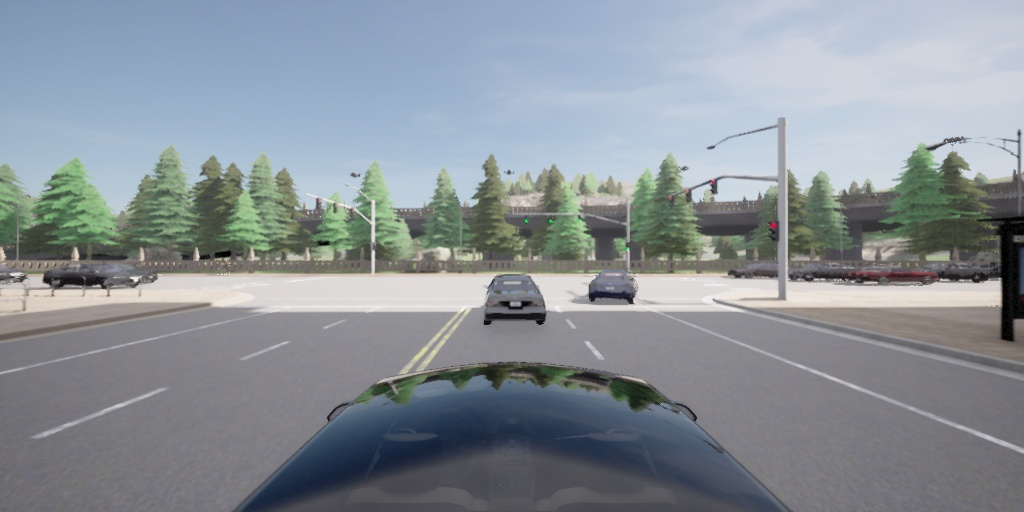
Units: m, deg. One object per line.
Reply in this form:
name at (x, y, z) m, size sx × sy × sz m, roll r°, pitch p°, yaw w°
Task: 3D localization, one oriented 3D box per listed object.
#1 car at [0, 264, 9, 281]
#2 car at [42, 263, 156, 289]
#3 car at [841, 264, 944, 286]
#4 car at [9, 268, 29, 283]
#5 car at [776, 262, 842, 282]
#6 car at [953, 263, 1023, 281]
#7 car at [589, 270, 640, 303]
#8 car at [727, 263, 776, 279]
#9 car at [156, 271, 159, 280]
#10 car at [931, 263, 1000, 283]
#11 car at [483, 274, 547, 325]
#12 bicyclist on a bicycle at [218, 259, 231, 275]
car at (-35.136, 1.223, 22.204) m, size 5.008 × 1.535 × 1.882 m, roll 0°, pitch 0°, yaw 0°
car at (-25.632, 1.237, 22.110) m, size 4.902 × 1.511 × 2.128 m, roll 0°, pitch 0°, yaw -2°
car at (26.348, 1.356, 24.941) m, size 4.718 × 1.301 × 1.895 m, roll 0°, pitch 0°, yaw 1°
car at (-37.817, 1.245, 25.628) m, size 4.902 × 1.511 × 2.128 m, roll 0°, pitch 0°, yaw -2°
car at (24.536, 1.256, 28.589) m, size 4.902 × 1.511 × 2.128 m, roll 0°, pitch 0°, yaw 2°
car at (40.992, 1.295, 30.196) m, size 4.674 × 1.442 × 1.812 m, roll 0°, pitch 0°, yaw 17°
car at (4.934, 1.346, 17.150) m, size 1.994 × 1.385 × 4.181 m, roll 0°, pitch 0°, yaw 22°
car at (22.421, 1.321, 32.170) m, size 5.357 × 1.411 × 2.033 m, roll 0°, pitch 0°, yaw 1°
car at (-28.317, 1.232, 25.672) m, size 5.008 × 1.535 × 1.882 m, roll 0°, pitch 0°, yaw 0°
car at (33.874, 1.255, 28.042) m, size 4.902 × 1.511 × 2.128 m, roll 0°, pitch 0°, yaw 6°
car at (-0.004, 1.324, 11.995) m, size 2.033 × 1.411 × 5.357 m, roll 0°, pitch 0°, yaw -2°
bicyclist on a bicycle at (-29.450, 1.083, 36.703) m, size 0.582 × 1.620 × 1.656 m, roll 0°, pitch 0°, yaw 1°
